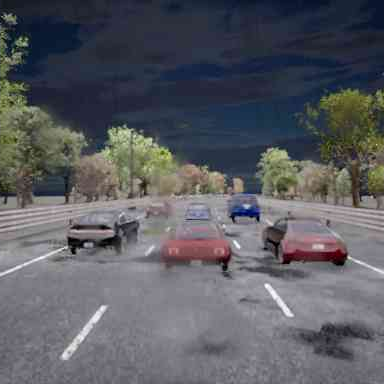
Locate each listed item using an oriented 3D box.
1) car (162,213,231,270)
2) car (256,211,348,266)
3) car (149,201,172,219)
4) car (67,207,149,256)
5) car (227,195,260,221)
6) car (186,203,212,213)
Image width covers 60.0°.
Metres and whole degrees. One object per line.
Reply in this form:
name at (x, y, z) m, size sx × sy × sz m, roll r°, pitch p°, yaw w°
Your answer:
car at (0.175, 1.597, 11.044) m, size 1.895 × 1.301 × 4.718 m, roll 0°, pitch 0°, yaw 1°
car at (3.693, 1.560, 11.614) m, size 1.994 × 1.385 × 4.181 m, roll 0°, pitch 0°, yaw 1°
car at (-2.801, 1.523, 29.041) m, size 1.812 × 1.442 × 4.674 m, roll 0°, pitch 0°, yaw 3°
car at (-3.272, 1.487, 13.156) m, size 2.128 × 1.511 × 4.902 m, roll 0°, pitch 0°, yaw 1°
car at (4.107, 1.222, 26.834) m, size 2.150 × 2.045 × 5.566 m, roll 0°, pitch 0°, yaw 3°
car at (0.493, 1.544, 24.328) m, size 2.033 × 1.411 × 5.357 m, roll 0°, pitch 0°, yaw 3°
